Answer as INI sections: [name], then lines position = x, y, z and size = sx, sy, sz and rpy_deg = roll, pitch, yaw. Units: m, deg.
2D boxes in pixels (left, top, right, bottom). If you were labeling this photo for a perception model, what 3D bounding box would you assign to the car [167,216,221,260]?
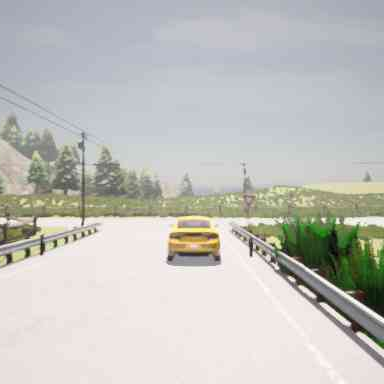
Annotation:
[car]
position = 0.079, 1.715, 13.389
size = 1.882, 1.535, 5.008
rpy_deg = 0, -2, 1
